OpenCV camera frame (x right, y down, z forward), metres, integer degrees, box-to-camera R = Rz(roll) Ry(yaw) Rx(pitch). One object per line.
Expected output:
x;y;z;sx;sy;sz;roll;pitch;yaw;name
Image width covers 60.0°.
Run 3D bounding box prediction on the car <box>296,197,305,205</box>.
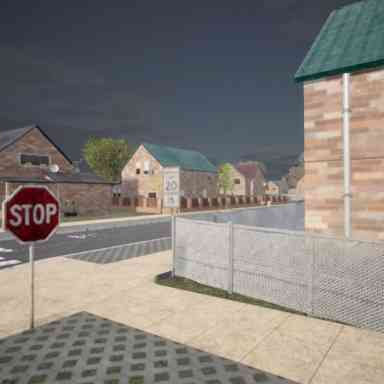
15.882;1.422;45.603;2.033;1.411;5.357;-1;0;36;car
